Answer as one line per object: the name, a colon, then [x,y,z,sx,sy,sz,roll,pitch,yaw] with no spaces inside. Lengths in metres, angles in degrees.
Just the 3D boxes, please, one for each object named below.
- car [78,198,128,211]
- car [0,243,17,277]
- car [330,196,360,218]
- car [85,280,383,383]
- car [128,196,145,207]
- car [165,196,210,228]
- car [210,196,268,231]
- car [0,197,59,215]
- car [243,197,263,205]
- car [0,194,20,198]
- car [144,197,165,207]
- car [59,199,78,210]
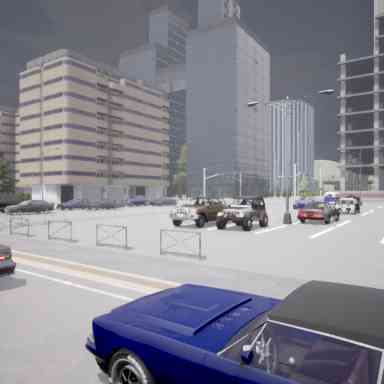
car: [-10.981,1.547,41.564,2.033,1.411,5.357,0,0,34]
car: [-6.724,1.547,8.707,5.357,1.411,2.033,0,0,35]
car: [15.038,1.395,32.232,1.970,1.475,3.806,0,0,34]
car: [1.120,1.601,3.191,4.718,1.301,1.895,0,0,35]
car: [-8.870,1.352,50.934,2.097,1.767,4.553,0,0,35]
car: [0.645,1.153,20.945,1.932,1.855,4.605,0,0,34]
car: [3.012,1.156,19.279,1.905,1.878,3.866,0,0,34]
car: [-16.312,1.526,33.593,1.812,1.442,4.674,0,0,34]
car: [11.358,1.601,61.948,1.895,1.301,4.718,0,0,35]
car: [-20.259,1.222,34.031,2.150,2.045,5.566,0,0,34]
car: [-4.447,1.547,51.279,2.033,1.411,5.357,0,0,34]
car: [-14.549,1.547,42.539,2.033,1.411,5.357,0,0,34]
